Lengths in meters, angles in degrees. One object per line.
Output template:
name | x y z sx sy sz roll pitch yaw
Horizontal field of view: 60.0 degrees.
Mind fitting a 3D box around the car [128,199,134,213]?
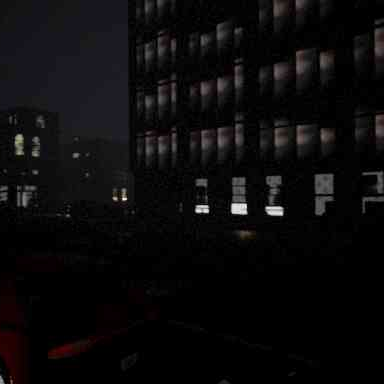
car | -5.760 1.692 39.514 1.967 1.590 4.097 -1 -1 36

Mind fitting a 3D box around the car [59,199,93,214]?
car | -13.209 1.638 39.159 2.097 1.767 4.553 -1 -1 37

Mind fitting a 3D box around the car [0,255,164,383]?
car | -2.445 1.566 4.622 4.507 1.381 1.887 0 0 35

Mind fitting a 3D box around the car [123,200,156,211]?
car | -7.362 1.860 47.080 1.812 1.442 4.674 -1 -1 36

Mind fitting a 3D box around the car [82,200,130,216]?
car | -9.012 1.806 35.035 1.802 1.307 4.206 -1 -1 36

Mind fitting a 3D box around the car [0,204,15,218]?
car | -18.992 1.803 31.299 1.994 1.385 4.181 -1 -1 36

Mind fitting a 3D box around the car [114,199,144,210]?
car | -9.225 1.803 48.941 1.967 1.590 4.097 -1 -1 36

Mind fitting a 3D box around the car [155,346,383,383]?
car | 2.190 1.546 1.318 4.403 1.369 2.008 0 0 35
